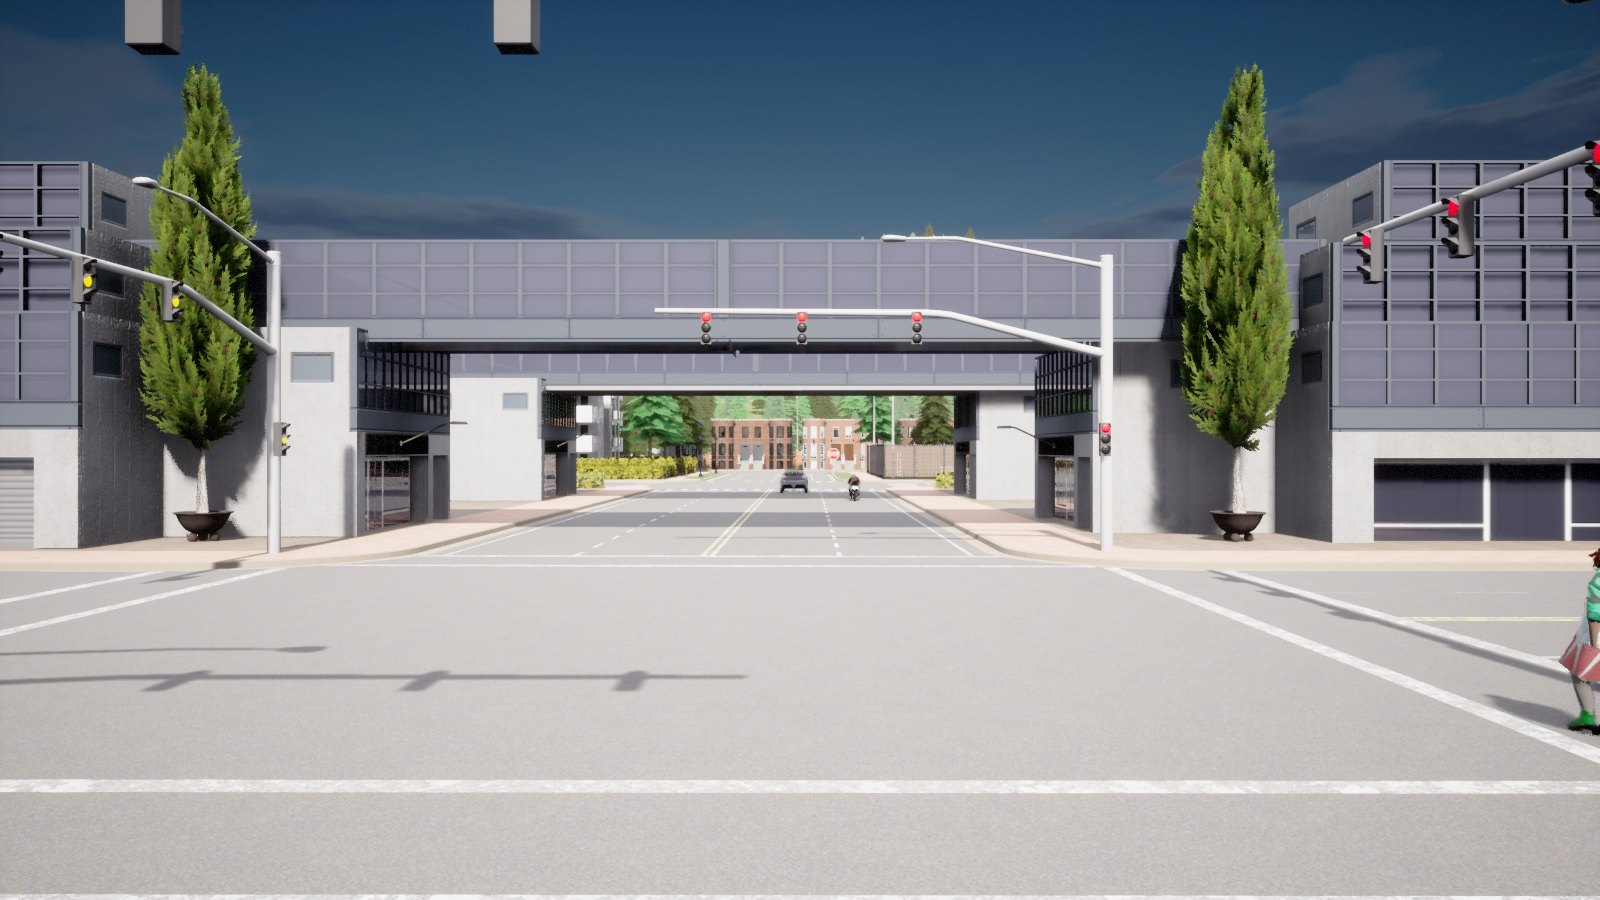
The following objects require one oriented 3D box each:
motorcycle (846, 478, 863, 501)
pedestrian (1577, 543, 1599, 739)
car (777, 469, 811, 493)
[{"bbox_3d":[3.030,2.205,63.953,0.867,1.251,2.209,0,0,0],"label":"motorcycle"},{"bbox_3d":[7.882,1.848,11.130,0.375,1.860,0.375,0,0,-2],"label":"pedestrian"},{"bbox_3d":[-0.381,2.061,76.777,2.231,1.480,4.892,0,0,0],"label":"car"}]
